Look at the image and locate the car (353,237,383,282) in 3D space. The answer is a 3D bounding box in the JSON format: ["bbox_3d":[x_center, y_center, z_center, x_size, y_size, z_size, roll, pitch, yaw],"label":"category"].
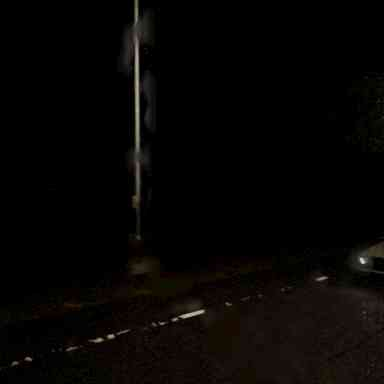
[{"bbox_3d":[6.360,1.447,8.535,5.357,1.411,2.033,-1,0,-35],"label":"car"}]
